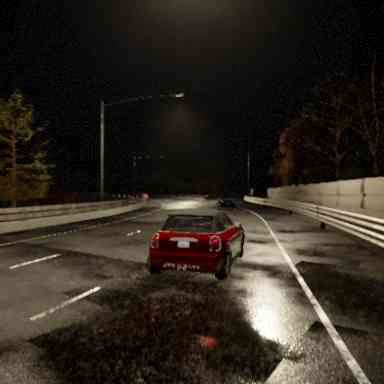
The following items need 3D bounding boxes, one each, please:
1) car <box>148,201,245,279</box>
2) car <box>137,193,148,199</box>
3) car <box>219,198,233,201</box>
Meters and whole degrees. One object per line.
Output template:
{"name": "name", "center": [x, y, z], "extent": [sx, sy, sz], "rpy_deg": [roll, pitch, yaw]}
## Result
{"name": "car", "center": [0.371, 1.321, 10.301], "extent": [2.097, 1.767, 4.553], "rpy_deg": [0, 0, 16]}
{"name": "car", "center": [-13.645, 0.955, 90.219], "extent": [2.097, 1.767, 4.553], "rpy_deg": [0, 0, -27]}
{"name": "car", "center": [4.708, 1.455, 46.295], "extent": [1.994, 1.385, 4.181], "rpy_deg": [1, 0, -2]}
